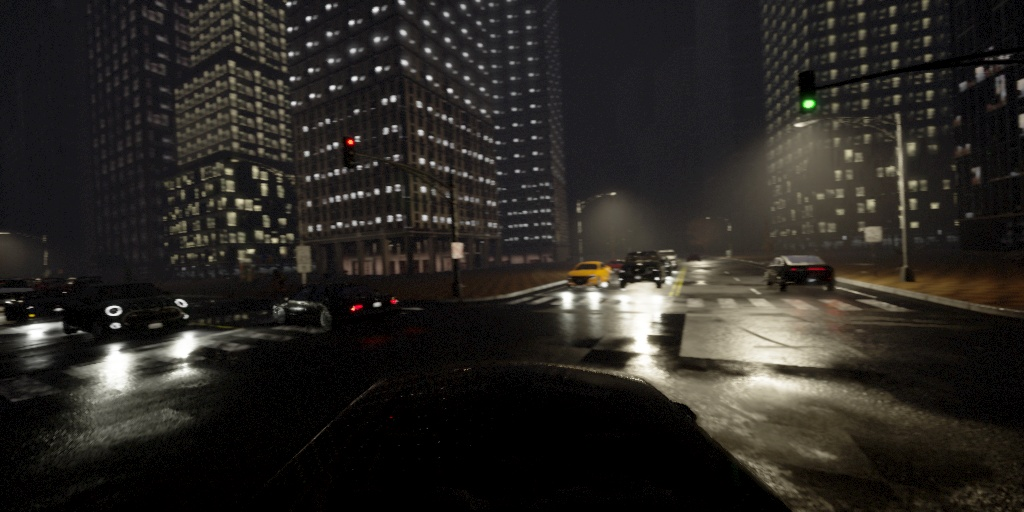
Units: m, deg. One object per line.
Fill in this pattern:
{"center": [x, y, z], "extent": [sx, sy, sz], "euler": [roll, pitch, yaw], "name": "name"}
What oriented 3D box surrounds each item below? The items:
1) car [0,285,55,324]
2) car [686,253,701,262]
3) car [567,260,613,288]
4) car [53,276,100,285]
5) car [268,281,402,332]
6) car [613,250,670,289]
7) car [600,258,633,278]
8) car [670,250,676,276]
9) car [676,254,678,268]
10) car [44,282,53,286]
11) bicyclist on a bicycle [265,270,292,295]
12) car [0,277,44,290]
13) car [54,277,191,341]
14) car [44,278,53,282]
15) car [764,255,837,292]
{"center": [-21.990, 2.288, 16.943], "extent": [4.181, 1.385, 1.994], "euler": [-3, 0, 28], "name": "car"}
{"center": [28.458, 0.214, 56.289], "extent": [1.812, 1.442, 4.674], "euler": [-3, 0, 23], "name": "car"}
{"center": [4.942, 1.105, 22.666], "extent": [1.882, 1.535, 5.008], "euler": [-3, 0, 26], "name": "car"}
{"center": [-38.954, 2.761, 32.530], "extent": [5.009, 1.841, 2.192], "euler": [0, 0, 28], "name": "car"}
{"center": [-6.012, 1.562, 11.928], "extent": [5.357, 1.411, 2.033], "euler": [-2, 0, 34], "name": "car"}
{"center": [7.691, 0.713, 20.929], "extent": [2.150, 2.045, 5.566], "euler": [-3, 0, 27], "name": "car"}
{"center": [9.150, 1.000, 31.084], "extent": [1.812, 1.442, 4.674], "euler": [-3, 0, 27], "name": "car"}
{"center": [12.144, 0.681, 29.832], "extent": [2.097, 1.767, 4.553], "euler": [-3, 0, 27], "name": "car"}
{"center": [16.715, 0.382, 38.979], "extent": [2.150, 2.045, 5.566], "euler": [-3, 0, 27], "name": "car"}
{"center": [-42.889, 3.226, 31.672], "extent": [4.718, 1.301, 1.895], "euler": [-2, 0, 28], "name": "car"}
{"center": [-15.059, 1.693, 23.136], "extent": [0.582, 1.620, 1.656], "euler": [-3, 0, 28], "name": "bicyclist on a bicycle"}
{"center": [-31.049, 2.341, 21.753], "extent": [5.566, 2.045, 2.150], "euler": [-2, 0, 28], "name": "car"}
{"center": [-13.218, 1.692, 12.293], "extent": [4.553, 1.767, 2.097], "euler": [-3, 0, 27], "name": "car"}
{"center": [-43.841, 3.204, 35.128], "extent": [4.507, 1.381, 1.888], "euler": [0, 0, 28], "name": "car"}
{"center": [12.869, 0.719, 16.286], "extent": [2.128, 1.511, 4.902], "euler": [-3, 0, 27], "name": "car"}
